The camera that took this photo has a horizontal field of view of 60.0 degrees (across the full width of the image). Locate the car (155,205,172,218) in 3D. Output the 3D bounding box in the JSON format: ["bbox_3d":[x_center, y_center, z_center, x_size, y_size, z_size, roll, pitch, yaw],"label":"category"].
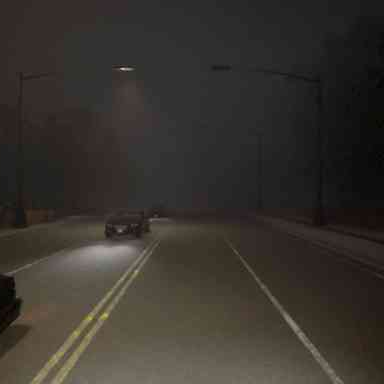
[{"bbox_3d":[-3.611,2.048,35.729,2.033,1.411,5.357,0,-1,0],"label":"car"}]

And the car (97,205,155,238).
[{"bbox_3d":[-3.601,1.711,19.152,2.128,1.511,4.902,0,-1,0],"label":"car"}]

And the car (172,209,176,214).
[{"bbox_3d":[-3.588,3.348,52.418,1.895,1.301,4.718,0,-10,0],"label":"car"}]

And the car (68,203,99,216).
[{"bbox_3d":[-12.735,1.988,38.601,5.357,1.411,2.033,0,-1,-2],"label":"car"}]

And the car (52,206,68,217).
[{"bbox_3d":[-16.122,1.904,34.996,4.892,1.490,1.837,0,-1,0],"label":"car"}]

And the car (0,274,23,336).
[{"bbox_3d":[-3.599,1.583,2.941,2.033,1.411,5.357,0,-1,0],"label":"car"}]
